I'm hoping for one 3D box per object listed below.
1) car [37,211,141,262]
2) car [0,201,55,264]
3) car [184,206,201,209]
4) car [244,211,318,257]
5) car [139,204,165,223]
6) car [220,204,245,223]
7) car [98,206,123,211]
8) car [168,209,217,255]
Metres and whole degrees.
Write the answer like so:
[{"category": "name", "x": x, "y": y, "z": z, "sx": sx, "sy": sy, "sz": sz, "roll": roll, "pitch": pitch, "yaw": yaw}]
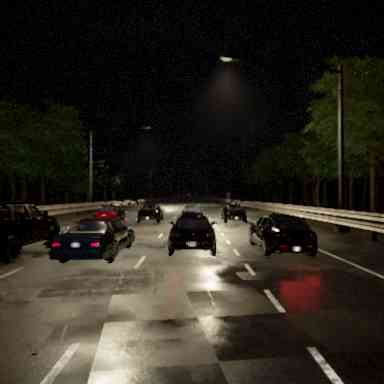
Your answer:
[{"category": "car", "x": -3.491, "y": 1.676, "z": 12.543, "sx": 2.033, "sy": 1.411, "sz": 5.357, "roll": 0, "pitch": -1, "yaw": 1}, {"category": "car", "x": -6.989, "y": 1.353, "z": 12.557, "sx": 2.150, "sy": 2.045, "sz": 5.566, "roll": 0, "pitch": 0, "yaw": 0}, {"category": "car", "x": 0.010, "y": 1.831, "z": 27.522, "sx": 2.033, "sy": 1.411, "sz": 5.357, "roll": 0, "pitch": -1, "yaw": 0}, {"category": "car", "x": 3.524, "y": 1.645, "z": 13.516, "sx": 1.837, "sy": 1.490, "sz": 4.892, "roll": 0, "pitch": 0, "yaw": 1}, {"category": "car", "x": -3.477, "y": 1.801, "z": 28.503, "sx": 1.837, "sy": 1.490, "sz": 4.892, "roll": 0, "pitch": 0, "yaw": 1}, {"category": "car", "x": 3.523, "y": 1.801, "z": 28.511, "sx": 1.837, "sy": 1.490, "sz": 4.892, "roll": 0, "pitch": 0, "yaw": 1}, {"category": "car", "x": -6.975, "y": 1.858, "z": 28.551, "sx": 1.994, "sy": 1.385, "sz": 4.181, "roll": 0, "pitch": -1, "yaw": 1}, {"category": "car", "x": 0.028, "y": 1.667, "z": 13.905, "sx": 1.812, "sy": 1.442, "sz": 4.674, "roll": 0, "pitch": 0, "yaw": 1}]
